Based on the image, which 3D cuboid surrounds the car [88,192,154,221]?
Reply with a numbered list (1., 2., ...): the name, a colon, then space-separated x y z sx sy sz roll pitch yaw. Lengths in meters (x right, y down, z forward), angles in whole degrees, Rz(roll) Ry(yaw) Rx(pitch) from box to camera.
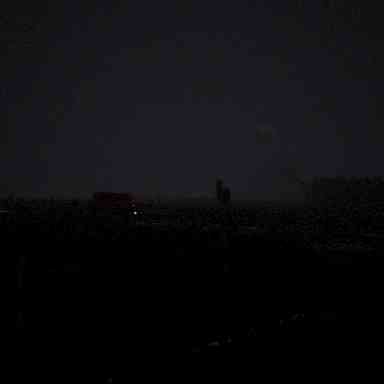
1. car: -5.451 1.018 25.209 5.566 2.045 2.150 1 0 35
